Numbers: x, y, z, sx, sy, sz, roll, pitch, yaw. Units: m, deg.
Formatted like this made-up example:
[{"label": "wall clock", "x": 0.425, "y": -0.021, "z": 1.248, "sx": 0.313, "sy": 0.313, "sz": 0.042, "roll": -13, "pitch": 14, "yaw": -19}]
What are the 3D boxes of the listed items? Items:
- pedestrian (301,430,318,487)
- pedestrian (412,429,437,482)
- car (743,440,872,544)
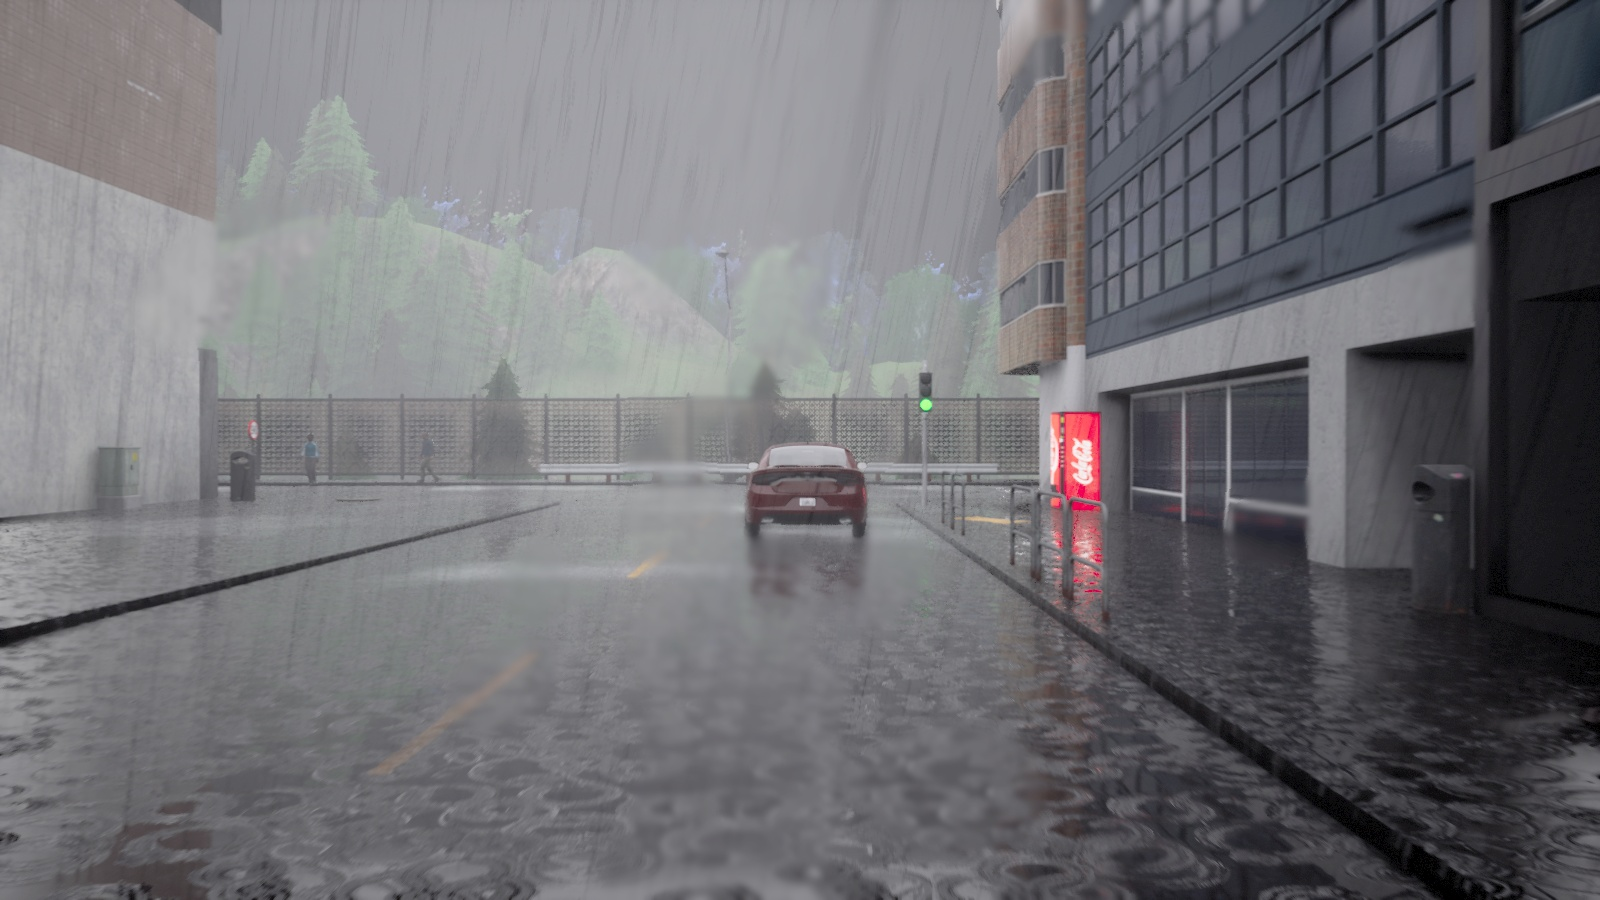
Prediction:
[{"label": "pedestrian", "x": -16.846, "y": 0.285, "z": 43.168, "sx": 0.396, "sy": 1.930, "sz": 0.692, "roll": 0, "pitch": 0, "yaw": -8}, {"label": "pedestrian", "x": -13.216, "y": 0.197, "z": 44.215, "sx": 0.726, "sy": 1.842, "sz": 0.402, "roll": 0, "pitch": 0, "yaw": -40}, {"label": "car", "x": 0.131, "y": 0.606, "z": 20.956, "sx": 1.882, "sy": 1.535, "sz": 5.008, "roll": 0, "pitch": 0, "yaw": 0}]
